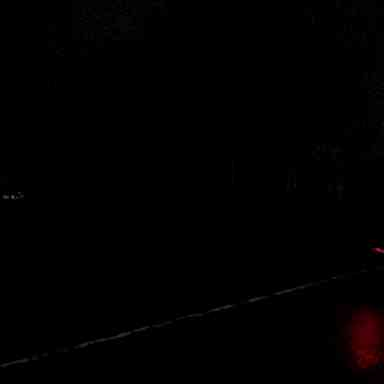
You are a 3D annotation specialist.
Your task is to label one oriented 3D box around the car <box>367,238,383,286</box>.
[{"bbox_3d":[6.203,1.493,8.146,4.902,1.511,2.128,0,0,-35],"label":"car"}]
